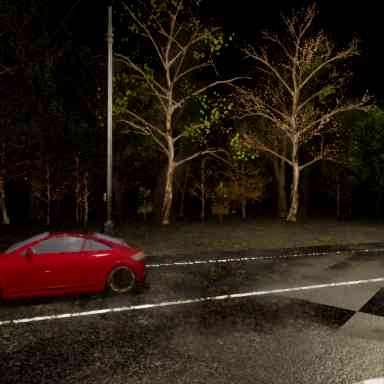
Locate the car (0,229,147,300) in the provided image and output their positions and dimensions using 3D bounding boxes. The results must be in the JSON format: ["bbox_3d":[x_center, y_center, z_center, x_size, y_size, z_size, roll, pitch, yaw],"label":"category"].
[{"bbox_3d":[-3.143,1.577,7.626,4.181,1.385,1.994,0,0,-19],"label":"car"}]
